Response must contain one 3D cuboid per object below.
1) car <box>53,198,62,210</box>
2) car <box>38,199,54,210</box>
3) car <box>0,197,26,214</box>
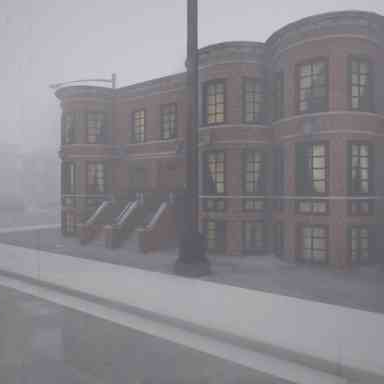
[{"bbox_3d":[-14.193,1.604,41.170,1.895,1.301,4.718,0,0,36],"label":"car"},{"bbox_3d":[-17.258,1.482,42.898,1.882,1.535,5.008,0,0,35],"label":"car"},{"bbox_3d":[-19.472,1.356,33.762,2.097,1.767,4.553,0,0,35],"label":"car"}]
